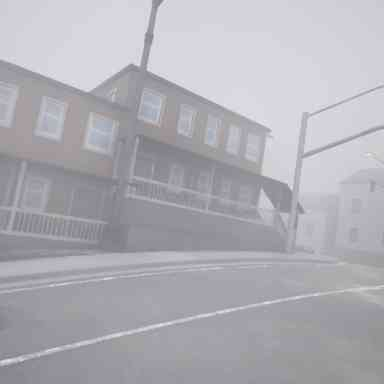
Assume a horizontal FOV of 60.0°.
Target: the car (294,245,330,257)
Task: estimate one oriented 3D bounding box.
[{"bbox_3d":[9.823,5.503,29.204,2.097,1.767,4.553,13,-16,-34],"label":"car"}]
